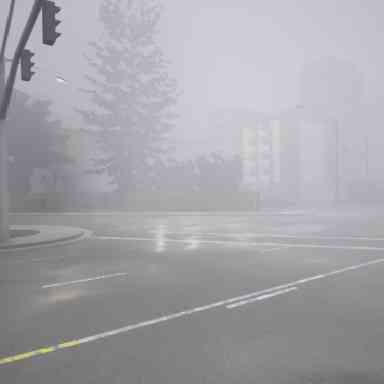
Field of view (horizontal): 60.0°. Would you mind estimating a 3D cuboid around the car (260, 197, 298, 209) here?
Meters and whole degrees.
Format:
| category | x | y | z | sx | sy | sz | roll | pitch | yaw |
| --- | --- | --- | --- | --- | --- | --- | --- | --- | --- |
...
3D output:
| category | x | y | z | sx | sy | sz | roll | pitch | yaw |
| --- | --- | --- | --- | --- | --- | --- | --- | --- | --- |
| car | 9.547 | 1.193 | 37.665 | 1.895 | 1.301 | 4.718 | -1 | 1 | -35 |
